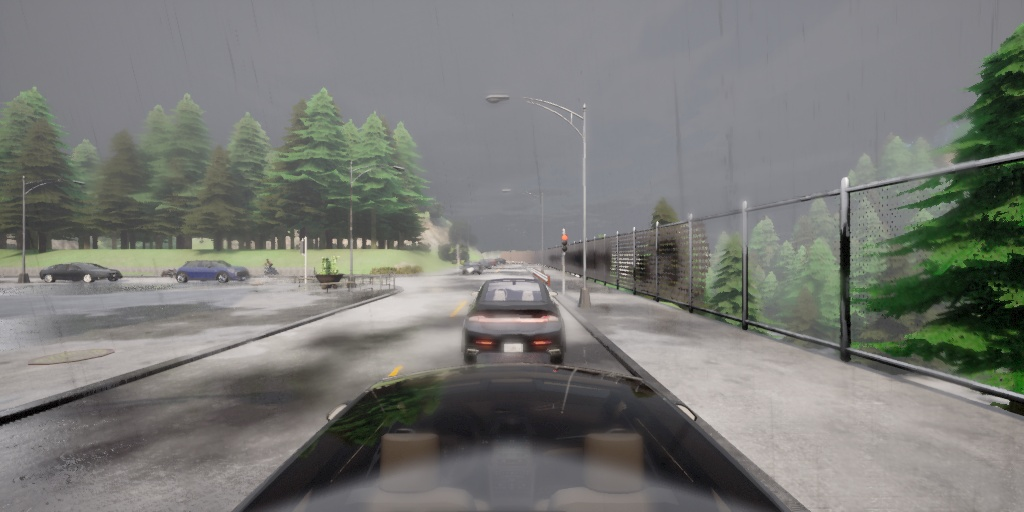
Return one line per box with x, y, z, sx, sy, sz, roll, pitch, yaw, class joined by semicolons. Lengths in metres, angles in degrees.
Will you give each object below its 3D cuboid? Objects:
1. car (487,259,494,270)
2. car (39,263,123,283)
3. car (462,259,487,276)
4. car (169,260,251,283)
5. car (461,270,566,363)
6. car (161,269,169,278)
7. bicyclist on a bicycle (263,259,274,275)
-4.093;1.252;52.614;1.837;1.490;4.892;0;1;0;car
-32.588;1.255;27.182;4.892;1.490;1.837;0;0;0;car
-4.099;1.242;37.700;2.128;1.511;4.902;0;0;0;car
-22.531;1.102;27.173;4.553;1.767;2.097;0;0;0;car
0.047;1.241;8.092;2.128;1.511;4.902;0;0;1;car
-27.329;1.297;31.381;5.357;1.411;2.033;0;0;0;car
-24.155;1.099;35.572;0.582;1.620;1.656;0;0;0;bicyclist on a bicycle
